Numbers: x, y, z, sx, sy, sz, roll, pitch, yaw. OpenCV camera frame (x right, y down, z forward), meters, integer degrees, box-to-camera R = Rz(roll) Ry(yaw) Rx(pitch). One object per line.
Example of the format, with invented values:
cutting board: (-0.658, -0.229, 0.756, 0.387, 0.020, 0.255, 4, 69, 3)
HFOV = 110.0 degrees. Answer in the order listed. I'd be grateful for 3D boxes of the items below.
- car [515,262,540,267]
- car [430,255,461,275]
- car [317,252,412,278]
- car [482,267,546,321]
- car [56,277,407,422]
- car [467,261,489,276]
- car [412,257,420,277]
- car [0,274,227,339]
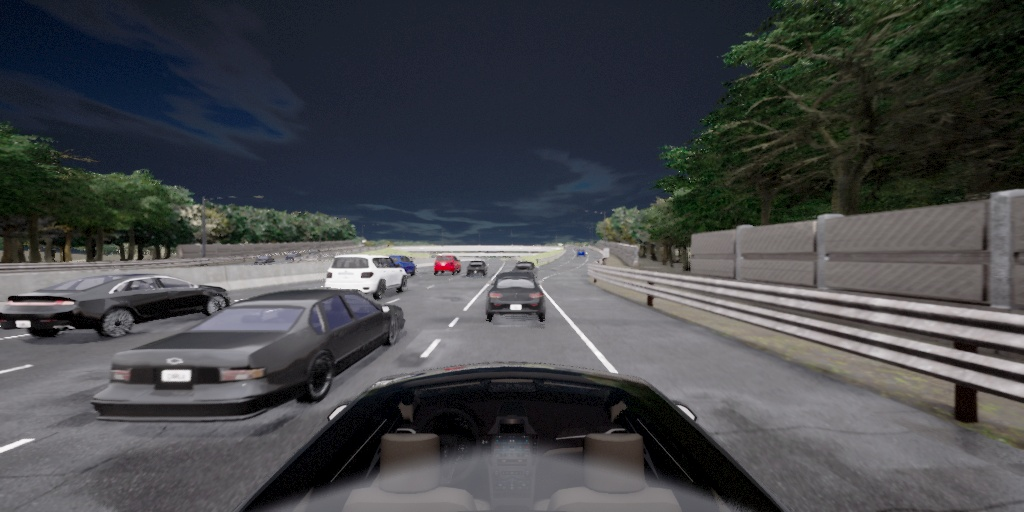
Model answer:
car: (1.223, 1.239, 30.479, 1.837, 1.490, 4.892, 0, 0, 9)
car: (-6.840, 0.949, 38.325, 2.150, 2.045, 5.566, 0, 0, 0)
car: (-6.876, 0.961, 17.531, 2.150, 2.045, 5.566, 0, 0, 0)
car: (0.113, 1.269, 12.319, 1.812, 1.442, 4.674, 0, 0, 0)
car: (-3.500, 1.294, 6.251, 2.033, 1.411, 5.357, 0, 0, 0)
car: (-3.441, 1.234, 36.313, 1.837, 1.490, 4.892, 0, 0, 0)
car: (-10.344, 0.952, 32.425, 2.150, 2.045, 5.566, 0, 0, 0)
car: (-10.390, 1.235, 10.054, 2.128, 1.511, 4.902, 0, 0, 0)
